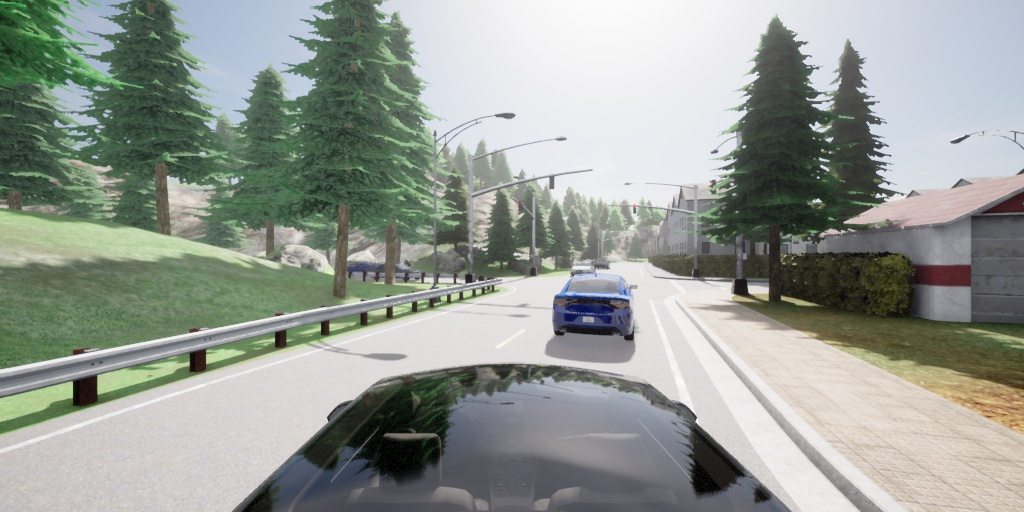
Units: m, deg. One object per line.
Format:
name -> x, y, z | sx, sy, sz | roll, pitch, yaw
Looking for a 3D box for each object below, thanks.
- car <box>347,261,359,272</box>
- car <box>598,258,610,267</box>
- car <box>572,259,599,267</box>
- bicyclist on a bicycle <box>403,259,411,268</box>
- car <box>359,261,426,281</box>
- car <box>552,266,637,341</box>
car -> -15.235, 1.243, 36.000 | 5.008, 1.535, 1.882 | 0, 0, 19
car -> 13.203, 1.102, 52.765 | 2.097, 1.767, 4.553 | 0, 0, 19
car -> 7.001, 1.276, 35.117 | 1.812, 1.442, 4.674 | 0, 0, 21
bicyclist on a bicycle -> -11.150, 1.167, 38.207 | 0.582, 1.620, 1.656 | -2, 5, 18
car -> -9.879, 1.313, 30.363 | 5.357, 1.411, 2.033 | 0, 0, 20
car -> 2.449, 1.228, 10.126 | 1.882, 1.535, 5.008 | 0, 0, 19
